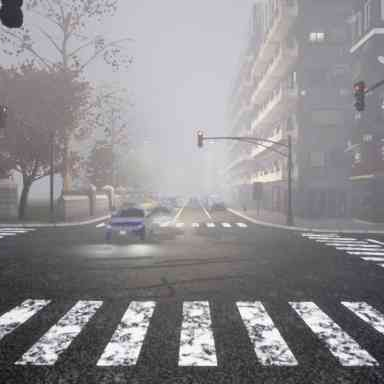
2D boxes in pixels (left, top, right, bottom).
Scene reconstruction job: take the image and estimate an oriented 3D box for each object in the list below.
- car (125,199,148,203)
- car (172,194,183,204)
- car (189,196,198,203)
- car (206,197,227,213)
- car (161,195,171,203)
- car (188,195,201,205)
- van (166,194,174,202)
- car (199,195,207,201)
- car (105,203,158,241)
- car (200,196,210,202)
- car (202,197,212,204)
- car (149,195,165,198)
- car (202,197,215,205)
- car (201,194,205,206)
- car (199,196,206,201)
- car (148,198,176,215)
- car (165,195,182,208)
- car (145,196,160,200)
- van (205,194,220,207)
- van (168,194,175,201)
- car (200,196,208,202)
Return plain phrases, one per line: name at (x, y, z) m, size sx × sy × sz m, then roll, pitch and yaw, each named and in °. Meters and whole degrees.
car at (-5.587, 1.580, 30.893) m, size 1.947 × 1.339 × 4.313 m, roll 0°, pitch 0°, yaw 0°
car at (-2.787, 1.412, 65.040) m, size 2.097 × 1.767 × 4.553 m, roll 0°, pitch 0°, yaw 0°
car at (0.301, 1.596, 71.189) m, size 1.812 × 1.442 × 4.674 m, roll 0°, pitch 0°, yaw 0°
car at (2.812, 1.564, 36.495) m, size 1.887 × 1.381 × 4.507 m, roll 0°, pitch 0°, yaw 0°
car at (-5.457, 1.509, 70.304) m, size 1.967 × 1.590 × 4.097 m, roll 0°, pitch 0°, yaw 0°
car at (0.292, 1.613, 58.825) m, size 1.994 × 1.385 × 4.181 m, roll 0°, pitch 0°, yaw 0°
van at (-5.421, 1.433, 81.565) m, size 1.690 × 1.788 × 3.998 m, roll 0°, pitch 0°, yaw 0°
car at (2.978, 1.546, 87.166) m, size 1.967 × 1.590 × 4.097 m, roll 0°, pitch 0°, yaw 0°
car at (-3.043, 1.531, 16.987) m, size 1.812 × 1.442 × 4.674 m, roll 0°, pitch 0°, yaw 0°
car at (2.941, 1.630, 75.907) m, size 2.008 × 1.369 × 4.403 m, roll 0°, pitch 0°, yaw 0°
car at (2.904, 1.604, 64.646) m, size 1.887 × 1.381 × 4.507 m, roll 0°, pitch 0°, yaw 0°
car at (-5.531, 1.348, 47.784) m, size 2.192 × 1.841 × 5.009 m, roll 0°, pitch 0°, yaw 0°
car at (2.885, 1.600, 59.017) m, size 2.008 × 1.369 × 4.403 m, roll 0°, pitch 0°, yaw 0°
car at (2.868, 1.481, 53.387) m, size 1.967 × 1.590 × 4.097 m, roll 0°, pitch 0°, yaw 0°
car at (2.996, 1.702, 92.797) m, size 1.802 × 1.307 × 4.206 m, roll 0°, pitch 0°, yaw 0°
car at (-2.987, 1.618, 33.768) m, size 1.895 × 1.301 × 4.718 m, roll 0°, pitch 0°, yaw 0°
car at (-2.923, 1.539, 48.798) m, size 1.837 × 1.490 × 4.892 m, roll 0°, pitch 0°, yaw 1°
car at (-5.550, 1.551, 41.984) m, size 1.752 × 1.417 × 4.829 m, roll 0°, pitch 0°, yaw 0°
van at (2.831, 1.367, 42.126) m, size 1.690 × 1.788 × 3.998 m, roll 0°, pitch 0°, yaw 0°
van at (-5.402, 1.446, 87.194) m, size 1.690 × 1.788 × 3.998 m, roll 0°, pitch 0°, yaw 0°
car at (2.959, 1.637, 81.537) m, size 1.887 × 1.381 × 4.507 m, roll 0°, pitch 0°, yaw 0°
